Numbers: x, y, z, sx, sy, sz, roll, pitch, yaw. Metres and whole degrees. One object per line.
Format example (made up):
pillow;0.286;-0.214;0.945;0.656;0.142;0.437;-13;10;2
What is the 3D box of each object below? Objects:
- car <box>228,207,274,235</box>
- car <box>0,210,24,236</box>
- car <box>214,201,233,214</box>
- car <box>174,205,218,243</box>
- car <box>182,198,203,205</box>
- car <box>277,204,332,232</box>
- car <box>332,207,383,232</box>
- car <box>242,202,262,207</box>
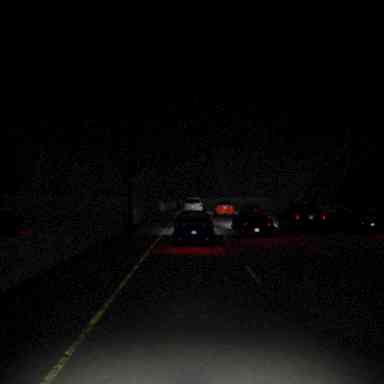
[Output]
car;3.580;1.828;20.556;1.895;1.301;4.718;0;-1;0
car;-10.617;1.667;17.107;1.882;1.535;5.008;0;-1;0
car;3.586;1.772;38.150;2.097;1.767;4.553;0;-1;0
car;0.083;1.668;17.213;1.882;1.535;5.008;0;-1;0
car;0.078;1.634;37.529;2.150;2.045;5.566;0;-1;0
car;7.078;1.593;21.880;2.097;1.767;4.553;0;-1;0
car;10.578;1.732;21.908;2.128;1.511;4.902;0;-1;0
car;7.097;1.912;39.566;1.882;1.535;5.008;0;-1;1
